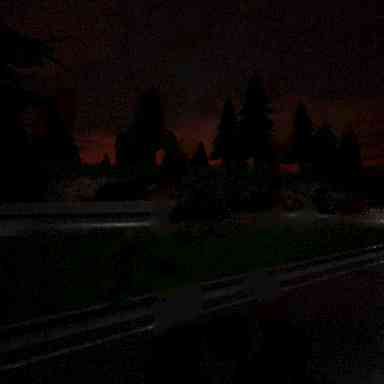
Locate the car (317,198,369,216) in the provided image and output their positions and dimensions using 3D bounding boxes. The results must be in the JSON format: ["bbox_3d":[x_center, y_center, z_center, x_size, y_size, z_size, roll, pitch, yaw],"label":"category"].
[{"bbox_3d":[13.785,1.279,30.380,5.008,1.535,1.882,-1,0,-21],"label":"car"}]

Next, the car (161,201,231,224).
[{"bbox_3d":[0.275,1.427,23.620,4.902,1.511,2.128,0,0,-8],"label":"car"}]
